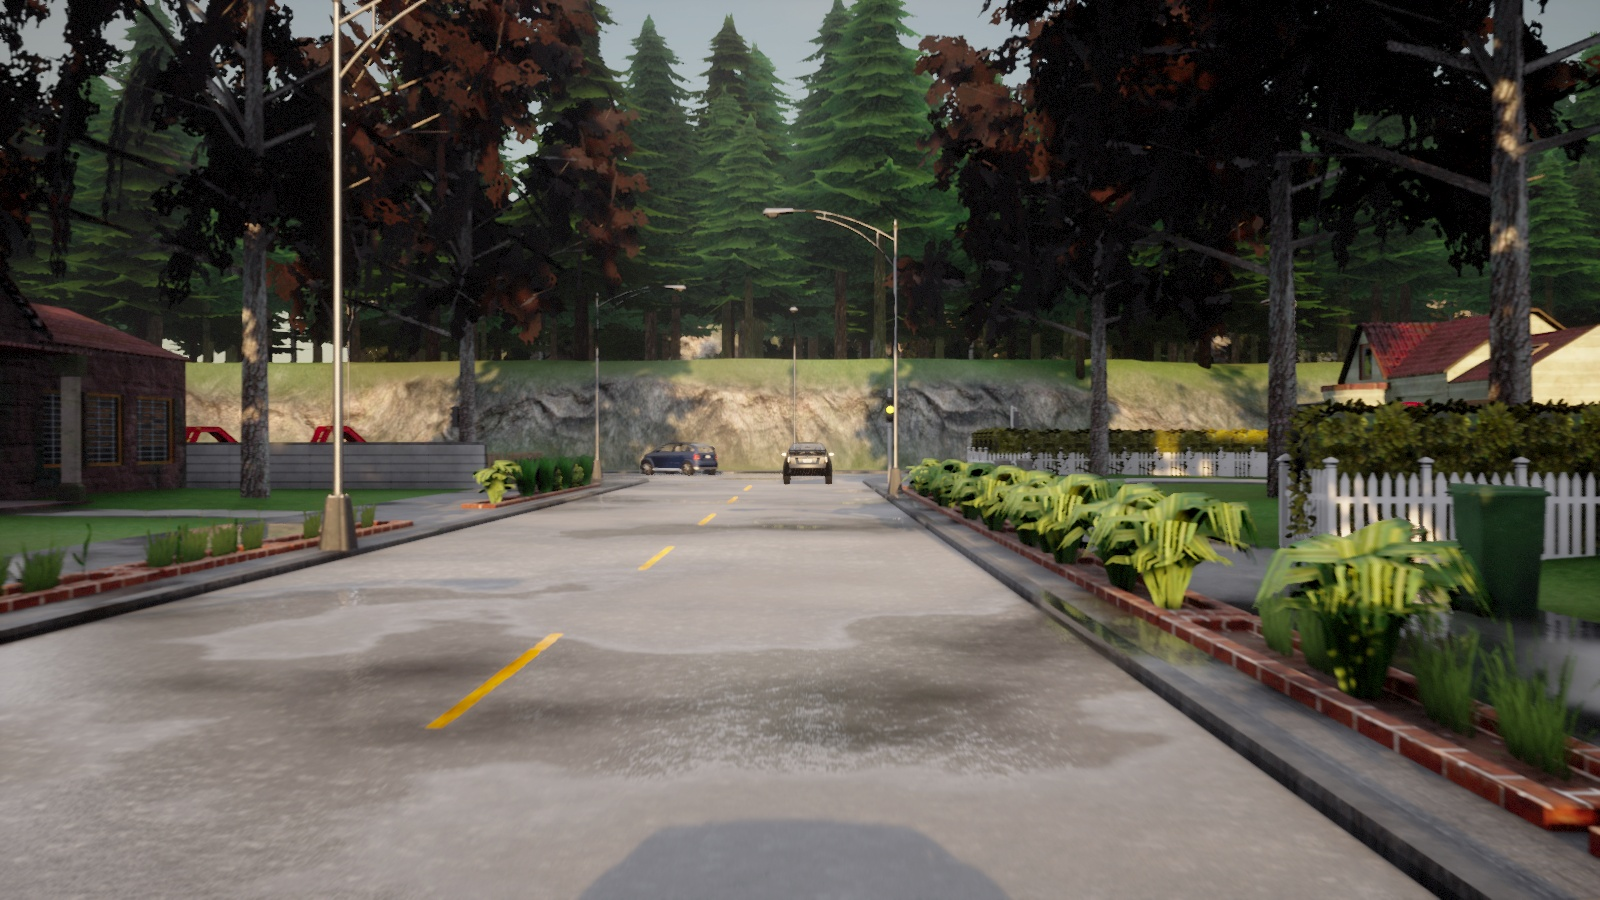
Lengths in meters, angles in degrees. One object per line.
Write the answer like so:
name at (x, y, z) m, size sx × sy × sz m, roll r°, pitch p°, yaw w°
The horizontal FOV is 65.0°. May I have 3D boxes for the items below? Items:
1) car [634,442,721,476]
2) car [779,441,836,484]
car at (-5.641, 0.395, 57.675) m, size 3.705 × 1.549 × 1.789 m, roll 0°, pitch 0°, yaw 36°
car at (0.296, 0.428, 47.096) m, size 2.007 × 1.525 × 4.514 m, roll 0°, pitch 0°, yaw 1°
